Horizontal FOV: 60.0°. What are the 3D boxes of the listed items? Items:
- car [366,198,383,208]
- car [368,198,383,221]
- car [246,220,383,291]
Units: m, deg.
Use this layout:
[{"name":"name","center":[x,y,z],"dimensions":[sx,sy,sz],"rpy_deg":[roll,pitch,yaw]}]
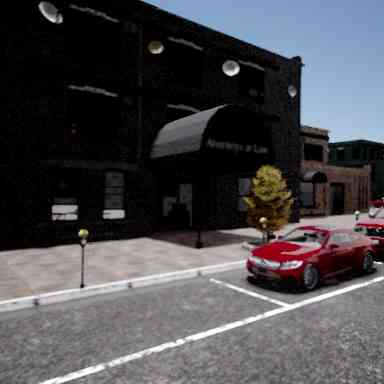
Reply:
[{"name":"car","center":[29.319,1.656,51.160],"dimensions":[1.967,1.590,4.097],"rpy_deg":[0,-1,-35]},{"name":"car","center":[7.941,1.297,12.208],"dimensions":[5.009,1.841,2.192],"rpy_deg":[0,1,-35]},{"name":"car","center":[3.345,1.571,8.934],"dimensions":[4.206,1.307,1.802],"rpy_deg":[0,1,-35]}]
